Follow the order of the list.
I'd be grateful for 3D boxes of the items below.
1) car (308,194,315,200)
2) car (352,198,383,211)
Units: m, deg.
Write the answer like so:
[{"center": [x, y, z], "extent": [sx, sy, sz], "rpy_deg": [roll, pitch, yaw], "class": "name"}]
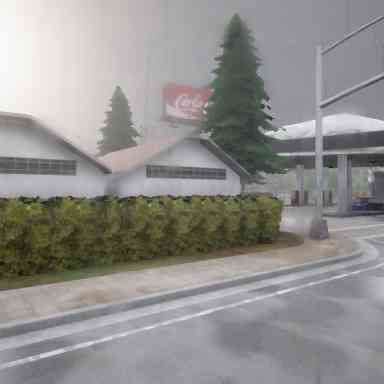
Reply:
[{"center": [31.815, 1.330, 88.879], "extent": [2.152, 1.636, 5.027], "rpy_deg": [0, 0, -36], "class": "car"}, {"center": [20.814, 1.480, 39.371], "extent": [4.611, 1.667, 2.242], "rpy_deg": [0, 0, -36], "class": "car"}]
